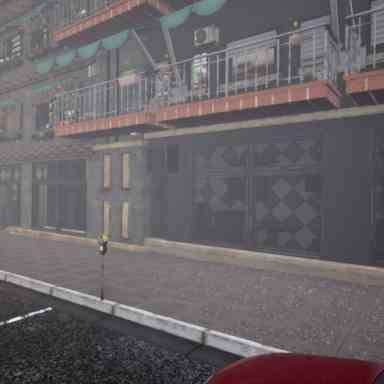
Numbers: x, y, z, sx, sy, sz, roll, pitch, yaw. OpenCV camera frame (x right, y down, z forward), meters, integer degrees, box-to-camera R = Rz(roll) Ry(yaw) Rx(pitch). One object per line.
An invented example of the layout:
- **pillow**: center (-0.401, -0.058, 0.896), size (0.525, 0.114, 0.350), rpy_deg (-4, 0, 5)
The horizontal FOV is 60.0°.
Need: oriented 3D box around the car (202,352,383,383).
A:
- **car**: center (1.819, 1.582, 1.566), size (4.206, 1.307, 1.802), rpy_deg (0, 1, 36)
